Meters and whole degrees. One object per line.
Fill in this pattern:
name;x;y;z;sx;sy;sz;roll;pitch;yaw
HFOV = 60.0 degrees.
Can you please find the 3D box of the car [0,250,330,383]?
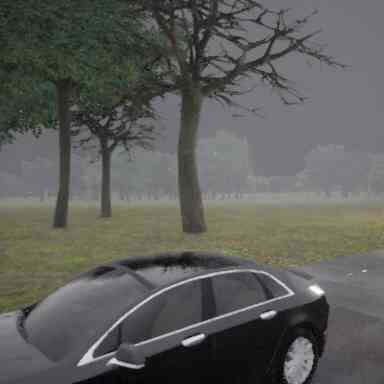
car;-0.444;1.512;3.673;4.892;1.490;1.837;0;0;-35
